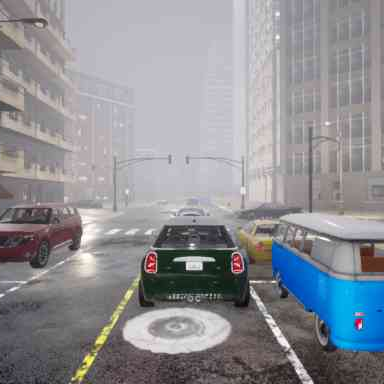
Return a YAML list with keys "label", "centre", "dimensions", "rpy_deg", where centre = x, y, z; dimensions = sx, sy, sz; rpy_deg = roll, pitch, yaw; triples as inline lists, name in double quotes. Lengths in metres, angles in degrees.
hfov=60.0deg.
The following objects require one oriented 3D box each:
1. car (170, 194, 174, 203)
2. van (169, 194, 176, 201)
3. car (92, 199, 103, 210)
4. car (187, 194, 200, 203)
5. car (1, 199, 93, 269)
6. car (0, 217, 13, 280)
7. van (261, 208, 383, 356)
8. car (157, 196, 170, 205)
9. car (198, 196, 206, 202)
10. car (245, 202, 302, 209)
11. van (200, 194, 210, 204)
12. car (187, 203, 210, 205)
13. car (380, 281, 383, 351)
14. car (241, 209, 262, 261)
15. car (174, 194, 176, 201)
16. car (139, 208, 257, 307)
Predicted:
- label: "car"
  centre: [-5.432, 1.561, 71.523]
  dimensions: [1.967, 1.590, 4.097]
  rpy_deg: [0, 0, 0]
- label: "van"
  centre: [-5.470, 1.542, 93.731]
  dimensions: [1.690, 1.788, 3.998]
  rpy_deg: [0, 0, 0]
- label: "car"
  centre: [-13.888, 1.654, 44.775]
  dimensions: [4.892, 1.490, 1.837]
  rpy_deg: [-1, -1, 41]
- label: "car"
  centre: [0.082, 1.565, 60.159]
  dimensions: [1.882, 1.535, 5.008]
  rpy_deg: [0, 0, 0]
- label: "car"
  centre: [-5.328, 1.321, 11.416]
  dimensions: [2.192, 1.841, 5.009]
  rpy_deg: [0, 0, 0]
- label: "car"
  centre: [-5.319, 1.442, 5.880]
  dimensions: [1.967, 1.590, 4.097]
  rpy_deg: [0, 0, 0]
- label: "van"
  centre: [2.561, 1.343, 5.900]
  dimensions: [1.690, 1.788, 3.998]
  rpy_deg: [0, 0, 0]
- label: "car"
  centre: [-5.413, 1.613, 60.247]
  dimensions: [1.752, 1.417, 4.829]
  rpy_deg: [0, 0, 0]
- label: "car"
  centre: [2.429, 1.704, 82.640]
  dimensions: [1.887, 1.381, 4.507]
  rpy_deg: [0, 0, 0]
- label: "car"
  centre: [5.926, 1.491, 25.843]
  dimensions: [5.357, 1.411, 2.033]
  rpy_deg: [-1, 0, -7]
- label: "van"
  centre: [2.467, 1.429, 60.431]
  dimensions: [1.690, 1.788, 3.998]
  rpy_deg: [0, 0, 0]
- label: "car"
  centre: [-0.029, 1.536, 17.164]
  dimensions: [1.812, 1.442, 4.674]
  rpy_deg: [0, 0, 0]
- label: "car"
  centre: [2.569, 1.526, 0.536]
  dimensions: [1.752, 1.417, 4.829]
  rpy_deg: [0, 0, 0]
- label: "car"
  centre: [2.550, 1.531, 11.606]
  dimensions: [1.752, 1.417, 4.829]
  rpy_deg: [0, 0, 0]
- label: "car"
  centre: [-5.442, 1.705, 77.075]
  dimensions: [1.947, 1.339, 4.313]
  rpy_deg: [0, 0, 0]
- label: "car"
  centre: [0.050, 1.355, 8.120]
  dimensions: [2.097, 1.767, 4.553]
  rpy_deg: [0, 0, 0]
